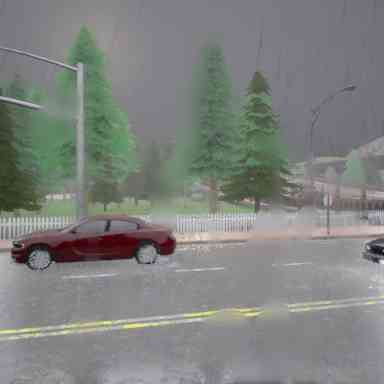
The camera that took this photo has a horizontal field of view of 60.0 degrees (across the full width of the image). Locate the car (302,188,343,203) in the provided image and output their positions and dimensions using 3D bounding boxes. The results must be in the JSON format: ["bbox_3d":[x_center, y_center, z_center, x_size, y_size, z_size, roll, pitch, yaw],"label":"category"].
[{"bbox_3d":[18.785,0.871,48.519,2.150,2.045,5.566,0,3,-16],"label":"car"}]

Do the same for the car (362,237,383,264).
[{"bbox_3d":[7.851,1.547,9.807,5.357,1.411,2.033,0,0,-14],"label":"car"}]

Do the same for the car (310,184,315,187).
[{"bbox_3d":[25.944,-1.241,75.398,2.128,1.511,4.902,0,7,-16],"label":"car"}]

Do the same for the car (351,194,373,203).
[{"bbox_3d":[25.643,1.144,50.001,1.882,1.535,5.008,0,3,-16],"label":"car"}]

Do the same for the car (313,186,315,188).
[{"bbox_3d":[21.504,-0.129,65.200,1.994,1.385,4.181,0,7,-15],"label":"car"}]

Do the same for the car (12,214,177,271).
[{"bbox_3d":[-2.990,1.477,10.717,5.008,1.535,1.882,0,0,-14],"label":"car"}]

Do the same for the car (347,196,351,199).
[{"bbox_3d":[21.691,1.111,51.146,1.994,1.385,4.181,0,3,-16],"label":"car"}]
